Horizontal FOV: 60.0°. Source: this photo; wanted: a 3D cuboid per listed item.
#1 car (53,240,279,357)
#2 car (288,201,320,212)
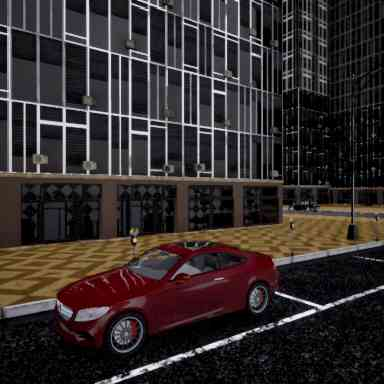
[{"bbox_3d":[-0.209,1.582,5.951,4.206,1.307,1.802,0,0,-35],"label":"car"},{"bbox_3d":[15.182,1.899,45.290,2.008,1.369,4.403,-1,0,-36],"label":"car"}]
